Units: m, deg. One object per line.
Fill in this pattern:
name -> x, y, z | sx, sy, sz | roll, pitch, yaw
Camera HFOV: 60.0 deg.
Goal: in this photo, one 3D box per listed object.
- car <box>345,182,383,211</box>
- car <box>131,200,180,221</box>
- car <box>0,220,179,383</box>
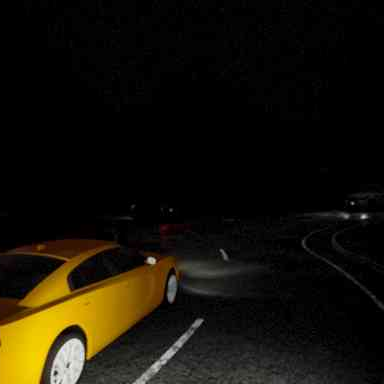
car -> 15.413, 0.288, 27.670 | 5.566, 2.045, 2.150 | -6, 2, -21
car -> -2.975, 1.390, 26.431 | 2.097, 1.767, 4.553 | 0, 1, -41
car -> -1.776, 1.481, 5.284 | 1.882, 1.535, 5.008 | 0, 0, 19
